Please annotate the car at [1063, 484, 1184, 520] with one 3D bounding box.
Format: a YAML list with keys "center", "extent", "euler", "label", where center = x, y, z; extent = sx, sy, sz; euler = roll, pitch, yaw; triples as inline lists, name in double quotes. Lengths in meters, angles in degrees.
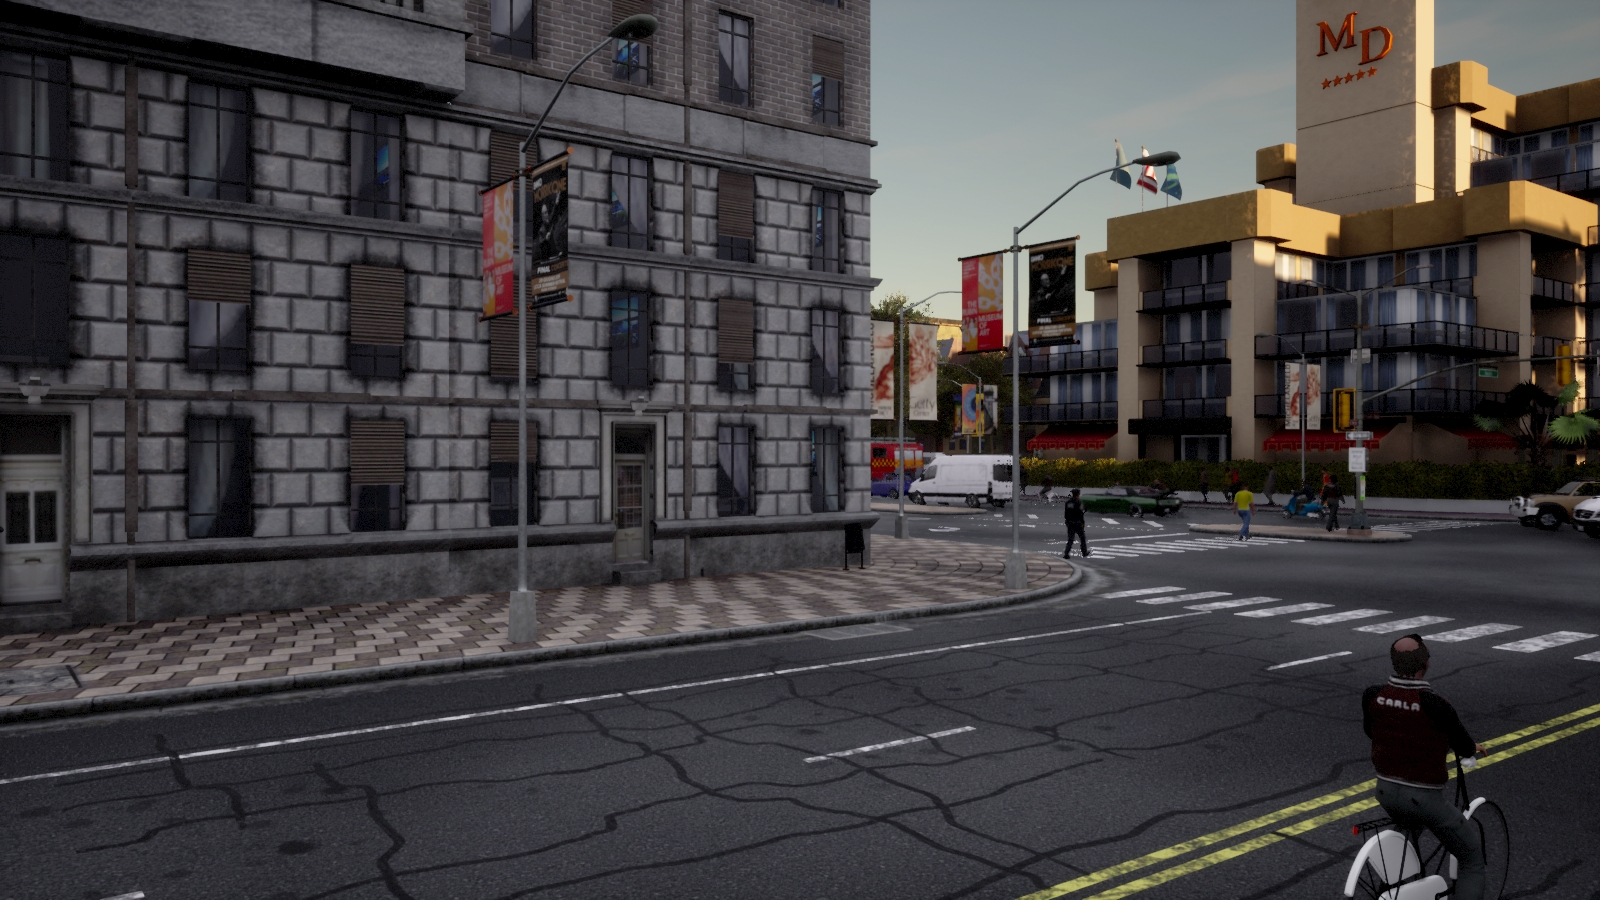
- center: [13.554, 2.155, 48.110]
  extent: [1.895, 1.301, 4.718]
  euler: [0, 0, -37]
  label: "car"

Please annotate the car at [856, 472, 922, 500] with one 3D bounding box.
- center: [5.071, 2.039, 65.348]
  extent: [1.845, 1.501, 3.633]
  euler: [0, 0, -37]
  label: "car"

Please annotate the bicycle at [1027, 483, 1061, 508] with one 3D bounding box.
- center: [11.979, 2.210, 56.154]
  extent: [0.329, 1.171, 1.835]
  euler: [0, 0, -37]
  label: "bicycle"

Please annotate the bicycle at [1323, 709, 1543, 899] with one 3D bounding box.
- center: [3.626, 2.210, 6.476]
  extent: [1.835, 1.171, 0.329]
  euler: [0, 0, -35]
  label: "bicycle"

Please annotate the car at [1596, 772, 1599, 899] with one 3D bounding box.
- center: [4.999, 1.754, 3.274]
  extent: [6.274, 2.098, 2.390]
  euler: [0, 0, -34]
  label: "car"

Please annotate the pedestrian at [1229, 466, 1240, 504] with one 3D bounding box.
- center: [21.274, 1.696, 55.889]
  extent: [0.375, 1.860, 0.375]
  euler: [0, 0, -43]
  label: "pedestrian"

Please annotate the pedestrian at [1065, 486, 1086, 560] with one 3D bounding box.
- center: [7.002, 1.849, 29.048]
  extent: [0.375, 1.860, 0.375]
  euler: [0, 0, -39]
  label: "pedestrian"

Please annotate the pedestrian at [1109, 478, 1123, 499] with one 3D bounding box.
- center: [16.927, 2.076, 61.161]
  extent: [0.500, 1.100, 0.500]
  euler: [0, 0, -35]
  label: "pedestrian"

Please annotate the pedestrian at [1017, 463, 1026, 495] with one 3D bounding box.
- center: [12.893, 1.698, 66.561]
  extent: [0.375, 1.860, 0.375]
  euler: [0, 0, -37]
  label: "pedestrian"

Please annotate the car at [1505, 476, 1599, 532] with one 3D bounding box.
- center: [27.394, 1.863, 39.657]
  extent: [4.605, 1.855, 1.932]
  euler: [0, 0, 15]
  label: "car"

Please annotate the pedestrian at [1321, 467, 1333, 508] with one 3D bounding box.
- center: [24.051, 1.696, 52.169]
  extent: [0.375, 1.860, 0.375]
  euler: [0, 0, -37]
  label: "pedestrian"

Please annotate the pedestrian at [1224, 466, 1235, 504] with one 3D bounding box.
- center: [20.839, 1.698, 55.445]
  extent: [0.375, 1.860, 0.375]
  euler: [0, 0, -39]
  label: "pedestrian"

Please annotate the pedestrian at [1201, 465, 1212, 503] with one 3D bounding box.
- center: [20.098, 1.696, 56.461]
  extent: [0.375, 1.860, 0.375]
  euler: [0, 0, -35]
  label: "pedestrian"

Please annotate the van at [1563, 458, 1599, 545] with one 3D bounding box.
- center: [26.904, 1.534, 34.722]
  extent: [5.915, 2.561, 1.988]
  euler: [0, 1, 8]
  label: "van"

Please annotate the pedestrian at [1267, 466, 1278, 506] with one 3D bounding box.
- center: [22.457, 1.696, 54.302]
  extent: [0.375, 1.860, 0.375]
  euler: [0, 0, -39]
  label: "pedestrian"

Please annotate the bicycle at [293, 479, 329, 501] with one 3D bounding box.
- center: [-27.366, 2.245, 63.949]
  extent: [1.835, 1.171, 0.329]
  euler: [-1, -6, 6]
  label: "bicycle"

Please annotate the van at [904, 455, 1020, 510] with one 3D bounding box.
- center: [7.841, 1.533, 55.959]
  extent: [1.988, 2.561, 5.915]
  euler: [0, 0, -38]
  label: "van"

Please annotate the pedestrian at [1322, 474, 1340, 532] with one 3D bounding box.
- center: [17.102, 1.704, 36.774]
  extent: [0.375, 1.860, 0.375]
  euler: [0, 0, -33]
  label: "pedestrian"

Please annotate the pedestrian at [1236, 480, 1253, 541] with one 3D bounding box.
- center: [13.656, 1.849, 35.092]
  extent: [0.375, 1.860, 0.375]
  euler: [0, 0, -43]
  label: "pedestrian"

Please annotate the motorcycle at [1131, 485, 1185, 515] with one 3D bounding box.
- center: [15.907, 2.205, 50.818]
  extent: [0.867, 1.251, 2.209]
  euler: [0, 0, -37]
  label: "motorcycle"
